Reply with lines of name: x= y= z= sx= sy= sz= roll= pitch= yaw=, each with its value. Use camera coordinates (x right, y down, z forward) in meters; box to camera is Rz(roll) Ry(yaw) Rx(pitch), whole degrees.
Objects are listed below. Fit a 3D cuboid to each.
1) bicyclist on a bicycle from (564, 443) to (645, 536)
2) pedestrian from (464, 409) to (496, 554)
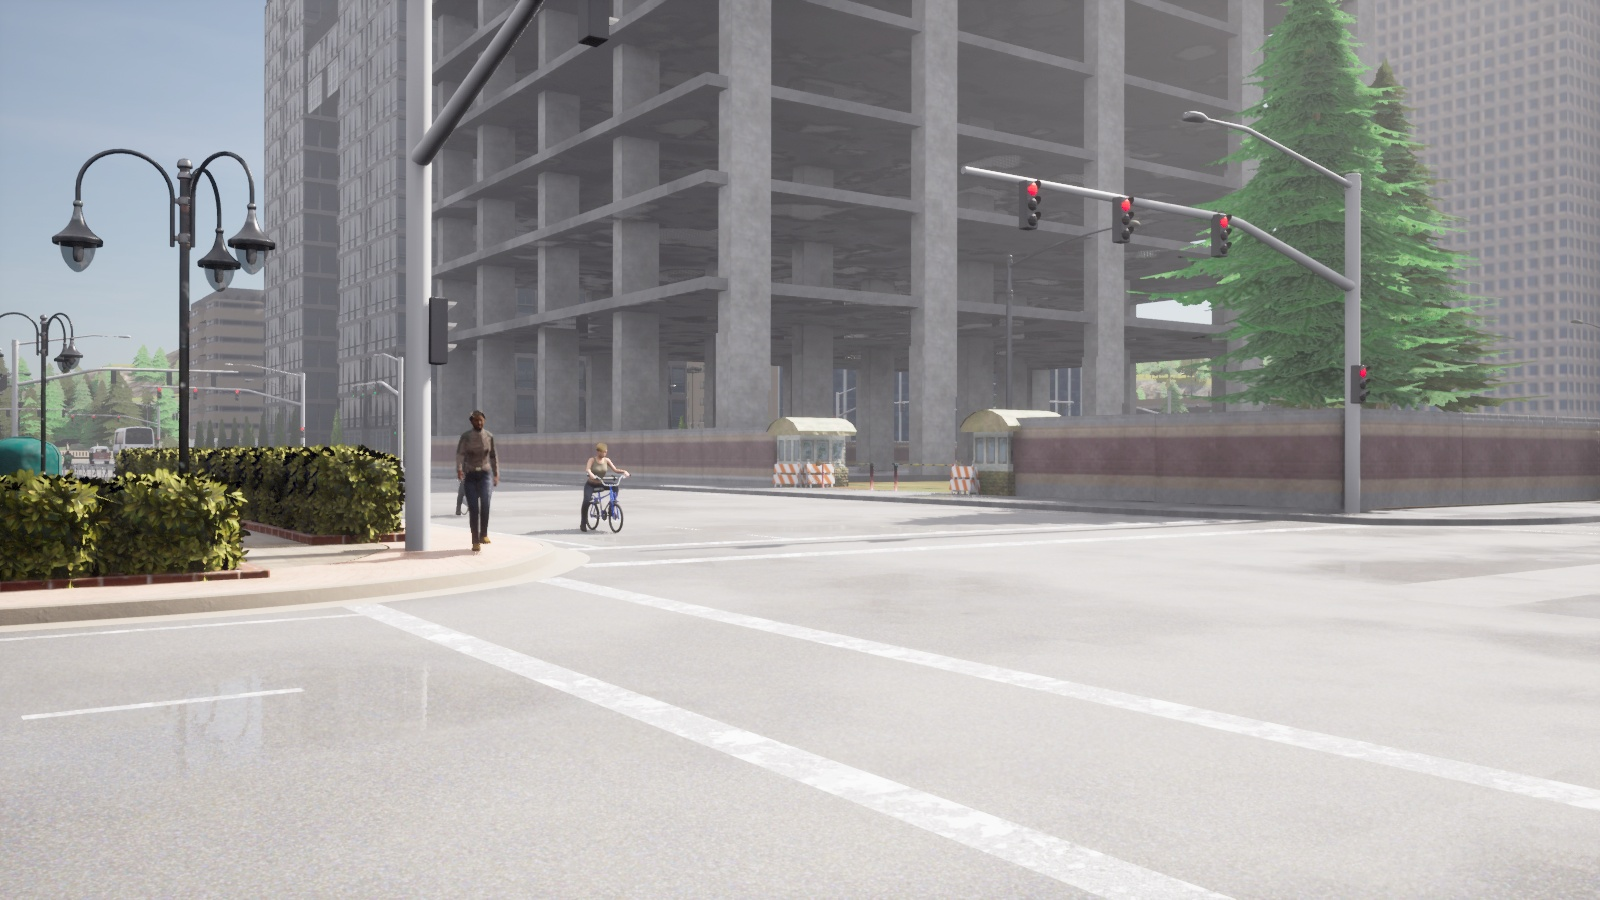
bicyclist on a bicycle: x=-3.551 y=0.690 z=22.759 sx=0.866 sy=1.612 sz=1.509 roll=0 pitch=0 yaw=-35
pedestrian: x=-4.084 y=0.392 z=16.009 sx=0.328 sy=1.805 sz=0.869 roll=0 pitch=0 yaw=-18
